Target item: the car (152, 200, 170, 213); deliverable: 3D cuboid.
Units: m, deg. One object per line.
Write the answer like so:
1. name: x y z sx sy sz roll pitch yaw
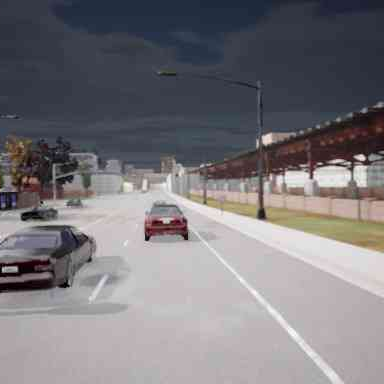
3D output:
1. car: -3.643 1.674 39.145 1.994 1.385 4.181 -1 0 -6

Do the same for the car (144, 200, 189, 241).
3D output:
1. car: -1.383 1.395 17.403 2.097 1.767 4.553 -1 0 -6

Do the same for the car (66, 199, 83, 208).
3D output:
1. car: -19.596 1.852 55.693 1.812 1.442 4.674 -1 0 -5

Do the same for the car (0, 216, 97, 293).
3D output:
1. car: -3.971 1.627 9.232 2.033 1.411 5.357 -1 0 -7

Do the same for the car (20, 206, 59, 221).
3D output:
1. car: -13.359 1.889 29.286 1.895 1.301 4.718 -1 0 -6
